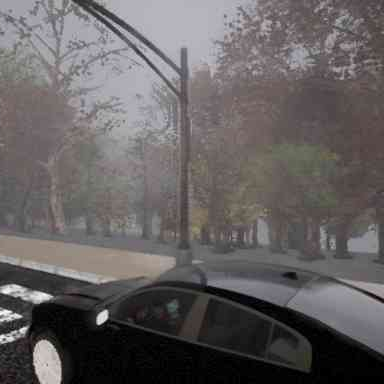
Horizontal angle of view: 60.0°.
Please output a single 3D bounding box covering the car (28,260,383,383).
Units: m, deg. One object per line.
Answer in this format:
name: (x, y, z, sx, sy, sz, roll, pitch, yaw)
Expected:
car: (0.227, 1.499, 3.522, 5.008, 1.535, 1.882, -1, 0, 36)
